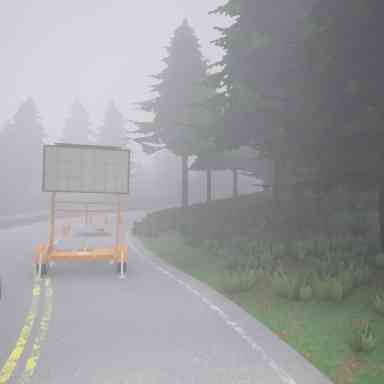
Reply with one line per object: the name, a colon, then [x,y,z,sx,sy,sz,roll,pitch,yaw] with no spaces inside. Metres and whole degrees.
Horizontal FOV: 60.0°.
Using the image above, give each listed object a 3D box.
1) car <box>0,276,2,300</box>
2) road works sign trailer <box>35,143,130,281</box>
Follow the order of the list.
car: [-4.037,1.291,4.148,2.097,1.767,4.553,1,1,-17]
road works sign trailer: [-3.093,0.425,9.791,2.380,3.560,2.880,2,0,-15]
